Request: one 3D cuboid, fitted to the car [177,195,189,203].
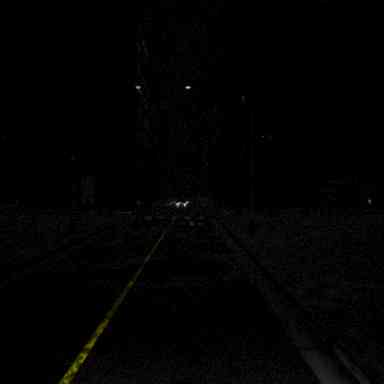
[{"bbox_3d":[-2.215,1.555,69.762,1.837,1.490,4.892,0,0,0],"label":"car"}]

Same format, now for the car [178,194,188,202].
[{"bbox_3d":[-2.171,1.439,81.328,2.097,1.767,4.553,0,0,0],"label":"car"}]
